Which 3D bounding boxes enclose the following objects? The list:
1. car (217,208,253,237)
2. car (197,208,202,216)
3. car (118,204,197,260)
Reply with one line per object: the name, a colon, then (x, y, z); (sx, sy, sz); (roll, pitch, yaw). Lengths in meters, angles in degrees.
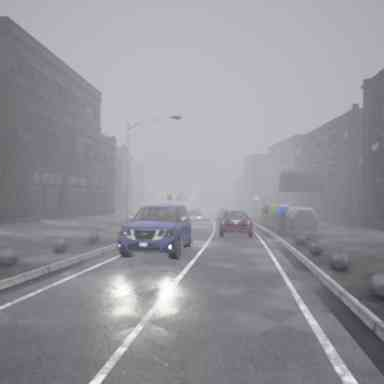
car: (2.976, 2.022, 22.882); (2.097, 1.767, 4.553); (1, -2, 6)
car: (0.530, 3.447, 56.463); (1.994, 1.385, 4.181); (0, -3, -3)
car: (-1.308, 1.551, 14.185); (2.150, 2.045, 5.566); (1, -2, 8)
